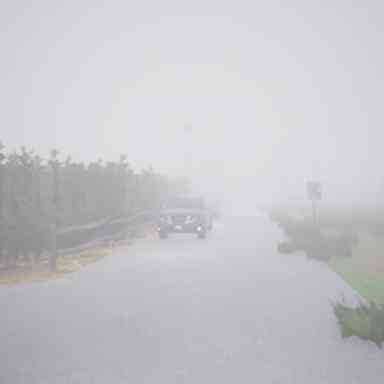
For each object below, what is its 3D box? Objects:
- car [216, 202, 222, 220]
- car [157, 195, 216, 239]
[{"bbox_3d":[1.361,1.526,27.352,1.895,1.301,4.718,-1,0,9],"label":"car"},{"bbox_3d":[-0.191,1.194,17.426,2.150,2.045,5.566,-1,0,9],"label":"car"}]
